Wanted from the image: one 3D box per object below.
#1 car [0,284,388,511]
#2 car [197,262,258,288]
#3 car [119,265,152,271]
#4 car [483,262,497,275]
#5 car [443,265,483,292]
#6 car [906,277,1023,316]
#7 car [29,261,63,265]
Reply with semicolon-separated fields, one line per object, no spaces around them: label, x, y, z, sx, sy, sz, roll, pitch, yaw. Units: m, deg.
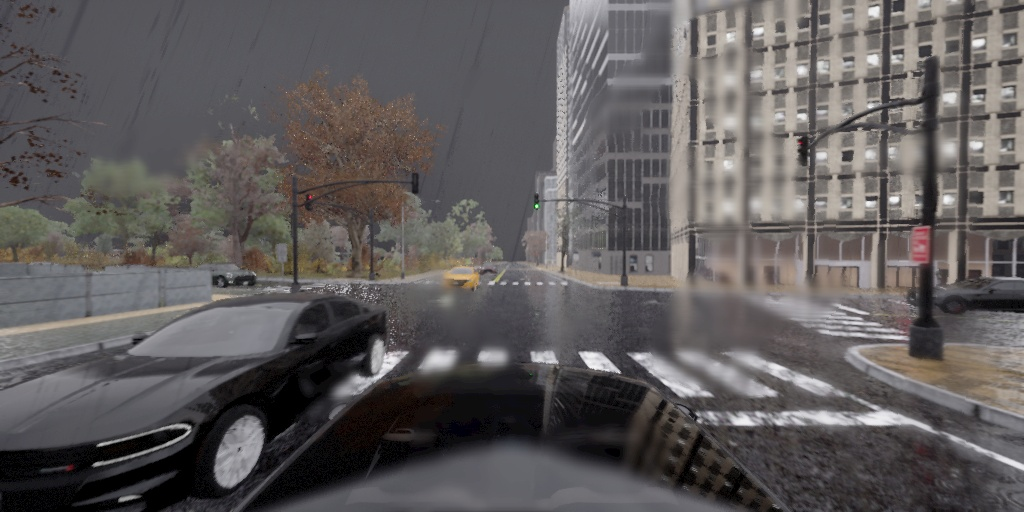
car;-3.246;1.264;4.695;1.882;1.535;5.008;0;-1;0
car;-20.187;1.258;25.165;4.553;1.767;2.097;0;1;21
car;-30.474;1.410;29.090;5.357;1.411;2.033;0;1;21
car;-3.147;1.675;49.733;2.097;1.767;4.553;0;-1;0
car;-3.203;1.425;23.518;1.882;1.535;5.008;0;-1;0
car;18.623;1.553;13.912;4.674;1.442;1.812;0;1;19
car;-44.719;1.281;34.533;5.008;1.535;1.882;1;1;21
